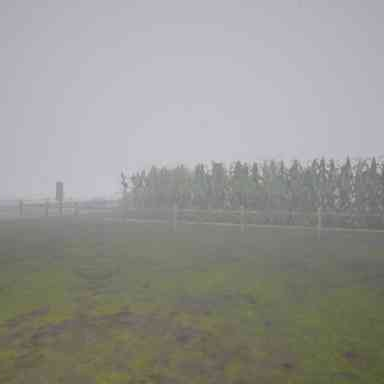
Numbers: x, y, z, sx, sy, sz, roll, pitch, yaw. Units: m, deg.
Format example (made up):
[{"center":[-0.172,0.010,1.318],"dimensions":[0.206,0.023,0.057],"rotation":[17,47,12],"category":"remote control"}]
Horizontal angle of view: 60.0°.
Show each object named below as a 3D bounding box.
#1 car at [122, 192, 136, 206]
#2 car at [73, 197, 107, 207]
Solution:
[{"center":[-6.930,0.963,44.477],"dimensions":[2.150,2.045,5.566],"rotation":[0,1,29],"category":"car"},{"center":[-12.711,1.301,41.618],"dimensions":[1.812,1.442,4.674],"rotation":[0,0,29],"category":"car"}]
